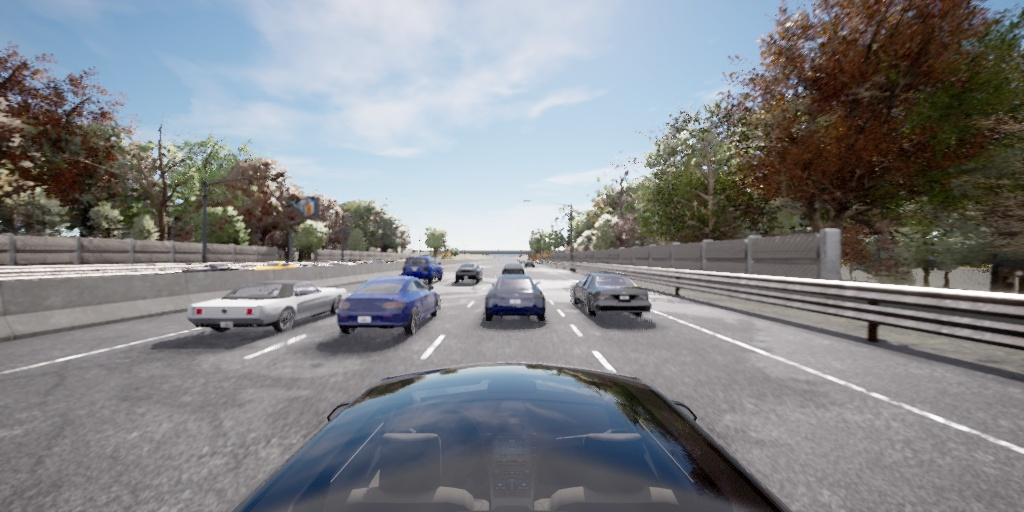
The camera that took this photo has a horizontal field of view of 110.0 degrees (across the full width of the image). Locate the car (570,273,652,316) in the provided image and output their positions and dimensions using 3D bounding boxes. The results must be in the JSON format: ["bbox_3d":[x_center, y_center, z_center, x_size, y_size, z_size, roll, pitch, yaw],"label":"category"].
[{"bbox_3d":[3.468,1.333,13.483,2.033,1.411,5.357,0,0,1],"label":"car"}]

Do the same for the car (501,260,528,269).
[{"bbox_3d":[0.103,1.331,30.441,1.882,1.535,5.008,0,0,0],"label":"car"}]

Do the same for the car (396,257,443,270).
[{"bbox_3d":[-6.901,1.066,28.090,2.150,2.045,5.566,0,0,0],"label":"car"}]

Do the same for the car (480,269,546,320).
[{"bbox_3d":[0.099,1.353,12.867,1.994,1.385,4.181,0,0,0],"label":"car"}]

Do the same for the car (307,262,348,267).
[{"bbox_3d":[-17.592,1.366,35.563,2.128,1.511,4.902,0,0,0],"label":"car"}]

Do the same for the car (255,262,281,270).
[{"bbox_3d":[-24.588,1.360,37.556,1.882,1.535,5.008,0,0,0],"label":"car"}]

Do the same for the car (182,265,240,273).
[{"bbox_3d":[-28.093,1.468,33.578,1.895,1.301,4.718,0,0,0],"label":"car"}]

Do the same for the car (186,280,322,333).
[{"bbox_3d":[-6.902,1.383,10.907,1.895,1.301,4.718,0,0,0],"label":"car"}]

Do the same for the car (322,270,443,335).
[{"bbox_3d":[-3.399,1.307,10.561,1.812,1.442,4.674,0,0,0],"label":"car"}]

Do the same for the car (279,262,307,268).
[{"bbox_3d":[-21.092,1.479,36.611,1.895,1.301,4.718,0,0,0],"label":"car"}]

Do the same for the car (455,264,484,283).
[{"bbox_3d":[-3.398,1.352,28.880,1.837,1.490,4.892,0,0,0],"label":"car"}]
